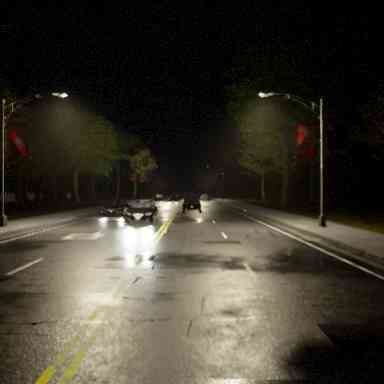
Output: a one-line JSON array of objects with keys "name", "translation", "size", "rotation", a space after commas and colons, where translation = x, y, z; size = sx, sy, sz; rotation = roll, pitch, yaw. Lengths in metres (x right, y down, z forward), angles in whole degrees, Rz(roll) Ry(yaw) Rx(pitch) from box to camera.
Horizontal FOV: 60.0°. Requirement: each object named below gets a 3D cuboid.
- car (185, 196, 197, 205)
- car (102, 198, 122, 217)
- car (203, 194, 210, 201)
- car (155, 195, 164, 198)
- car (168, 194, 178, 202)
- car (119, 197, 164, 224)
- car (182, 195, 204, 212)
[{"name": "car", "translation": [-0.189, 1.357, 53.700], "size": [1.895, 1.301, 4.718], "rotation": [0, 0, -1]}, {"name": "car", "translation": [-6.693, 1.347, 29.823], "size": [1.837, 1.490, 4.892], "rotation": [0, 0, 0]}, {"name": "car", "translation": [2.744, 1.245, 71.609], "size": [1.812, 1.442, 4.674], "rotation": [0, 0, -1]}, {"name": "car", "translation": [-6.997, 1.246, 70.904], "size": [2.033, 1.411, 5.357], "rotation": [0, 0, -1]}, {"name": "car", "translation": [-3.678, 1.237, 64.873], "size": [1.837, 1.490, 4.892], "rotation": [0, 0, 0]}, {"name": "car", "translation": [-3.409, 1.362, 23.379], "size": [2.128, 1.511, 4.902], "rotation": [0, 0, 0]}, {"name": "car", "translation": [-0.031, 1.296, 35.482], "size": [1.882, 1.535, 5.008], "rotation": [0, 0, 0]}]
